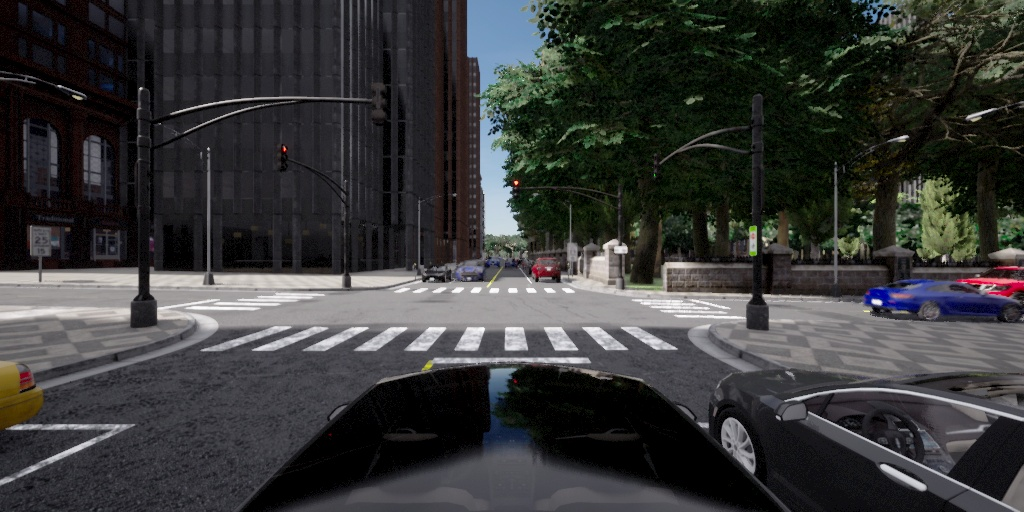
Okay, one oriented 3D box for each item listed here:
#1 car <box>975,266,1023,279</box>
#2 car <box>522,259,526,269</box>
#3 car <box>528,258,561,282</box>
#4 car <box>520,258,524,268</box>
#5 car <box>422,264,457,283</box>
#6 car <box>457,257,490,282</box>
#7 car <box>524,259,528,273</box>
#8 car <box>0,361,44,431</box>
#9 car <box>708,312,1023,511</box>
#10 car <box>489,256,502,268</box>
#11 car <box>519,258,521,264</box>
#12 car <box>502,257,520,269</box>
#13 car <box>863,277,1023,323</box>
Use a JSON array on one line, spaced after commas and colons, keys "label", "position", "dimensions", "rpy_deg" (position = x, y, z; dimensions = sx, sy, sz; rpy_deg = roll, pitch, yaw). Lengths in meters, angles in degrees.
[{"label": "car", "position": [23.949, 1.484, 16.712], "dimensions": [5.566, 2.045, 2.150], "rpy_deg": [1, 0, 0]}, {"label": "car", "position": [2.618, 1.323, 44.818], "dimensions": [2.007, 1.370, 4.403], "rpy_deg": [0, 0, 0]}, {"label": "car", "position": [2.673, 1.072, 28.450], "dimensions": [2.192, 1.841, 5.009], "rpy_deg": [0, 0, 0]}, {"label": "car", "position": [2.599, 1.328, 50.275], "dimensions": [2.007, 1.370, 4.403], "rpy_deg": [0, 0, 0]}, {"label": "car", "position": [-5.852, 1.323, 28.411], "dimensions": [1.948, 1.339, 4.313], "rpy_deg": [0, 0, 0]}, {"label": "car", "position": [-3.198, 1.110, 28.951], "dimensions": [2.097, 1.767, 4.553], "rpy_deg": [0, 0, 0]}, {"label": "car", "position": [2.636, 1.333, 39.362], "dimensions": [1.948, 1.339, 4.313], "rpy_deg": [0, 0, 0]}, {"label": "car", "position": [-5.760, 1.275, 1.577], "dimensions": [1.751, 1.417, 4.829], "rpy_deg": [0, 0, 0]}, {"label": "car", "position": [2.764, 1.300, 1.785], "dimensions": [2.007, 1.370, 4.403], "rpy_deg": [0, 0, 0]}, {"label": "car", "position": [-3.212, 1.014, 62.611], "dimensions": [2.150, 2.045, 5.566], "rpy_deg": [0, 0, 0]}, {"label": "car", "position": [2.581, 1.223, 55.732], "dimensions": [1.967, 1.591, 4.097], "rpy_deg": [0, 0, 0]}, {"label": "car", "position": [-0.140, 1.139, 58.667], "dimensions": [2.097, 1.767, 4.553], "rpy_deg": [0, 0, 0]}, {"label": "car", "position": [16.043, 1.623, 13.507], "dimensions": [4.674, 1.442, 1.812], "rpy_deg": [1, 0, 0]}]
